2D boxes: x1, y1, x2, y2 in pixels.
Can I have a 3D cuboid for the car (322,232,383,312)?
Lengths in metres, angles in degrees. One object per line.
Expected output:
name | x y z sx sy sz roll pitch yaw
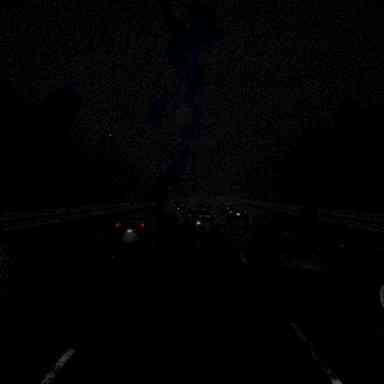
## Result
car | 4.573 1.628 7.520 1.812 1.442 4.674 0 -1 1

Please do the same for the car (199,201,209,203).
car | 1.719 2.002 46.273 1.837 1.490 4.892 0 -1 4

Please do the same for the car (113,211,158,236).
car | -3.143 1.788 19.529 1.895 1.301 4.718 0 -1 2

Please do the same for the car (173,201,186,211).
car | -1.663 2.002 48.009 1.837 1.490 4.892 0 -1 4

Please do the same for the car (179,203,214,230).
car | 0.489 1.735 23.113 2.128 1.511 4.902 0 -1 2

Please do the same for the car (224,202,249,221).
car | 4.239 1.914 31.255 1.994 1.385 4.181 0 -1 5

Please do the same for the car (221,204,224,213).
car | 4.902 2.016 44.060 1.812 1.442 4.674 0 0 5
